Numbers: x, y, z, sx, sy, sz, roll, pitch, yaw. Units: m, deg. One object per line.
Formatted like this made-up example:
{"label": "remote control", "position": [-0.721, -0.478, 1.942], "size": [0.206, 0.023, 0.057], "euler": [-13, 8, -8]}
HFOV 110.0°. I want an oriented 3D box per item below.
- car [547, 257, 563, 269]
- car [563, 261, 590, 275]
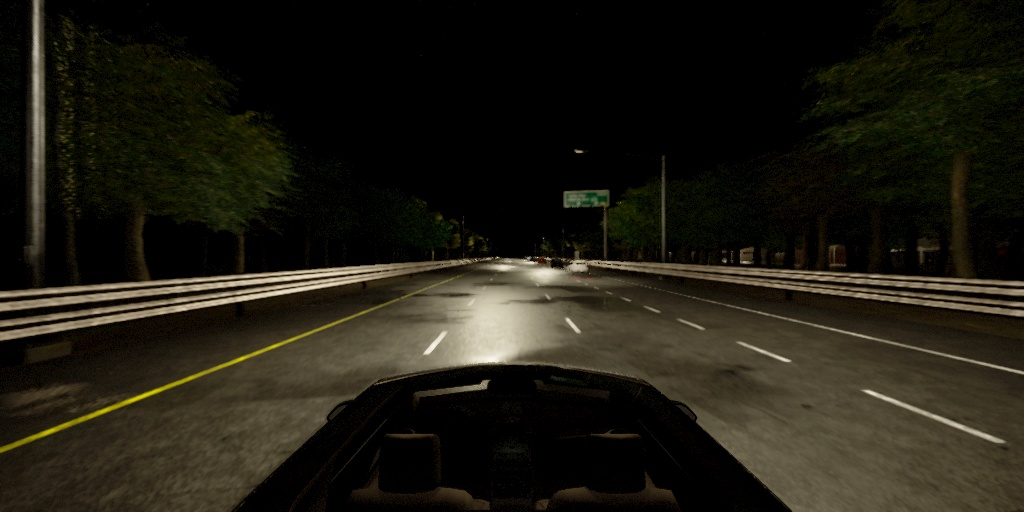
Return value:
{"label": "car", "position": [7.130, 1.204, 57.722], "size": [1.882, 1.535, 5.008], "euler": [0, 0, 0]}
{"label": "car", "position": [7.062, 1.269, 38.791], "size": [1.812, 1.442, 4.674], "euler": [0, 0, 0]}
